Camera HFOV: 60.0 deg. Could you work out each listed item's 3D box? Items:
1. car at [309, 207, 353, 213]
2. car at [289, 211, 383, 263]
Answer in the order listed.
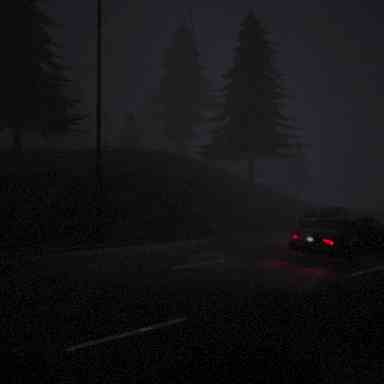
[{"bbox_3d":[7.824,1.565,17.930,4.902,1.511,2.128,0,0,-36],"label":"car"},{"bbox_3d":[5.869,1.599,12.237,5.357,1.411,2.033,0,0,-35],"label":"car"}]
